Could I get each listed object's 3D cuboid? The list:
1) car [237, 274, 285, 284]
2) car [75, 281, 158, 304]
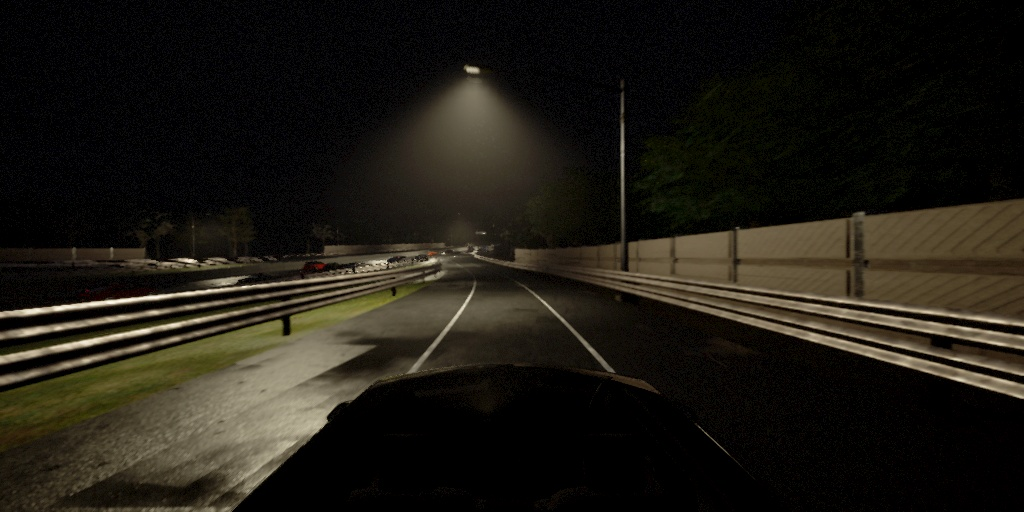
[{"bbox_3d":[-28.626,2.739,41.134,2.033,1.411,5.357,0,3,7],"label":"car"},{"bbox_3d":[-33.511,3.186,30.697,1.882,1.535,5.008,0,3,7],"label":"car"}]
